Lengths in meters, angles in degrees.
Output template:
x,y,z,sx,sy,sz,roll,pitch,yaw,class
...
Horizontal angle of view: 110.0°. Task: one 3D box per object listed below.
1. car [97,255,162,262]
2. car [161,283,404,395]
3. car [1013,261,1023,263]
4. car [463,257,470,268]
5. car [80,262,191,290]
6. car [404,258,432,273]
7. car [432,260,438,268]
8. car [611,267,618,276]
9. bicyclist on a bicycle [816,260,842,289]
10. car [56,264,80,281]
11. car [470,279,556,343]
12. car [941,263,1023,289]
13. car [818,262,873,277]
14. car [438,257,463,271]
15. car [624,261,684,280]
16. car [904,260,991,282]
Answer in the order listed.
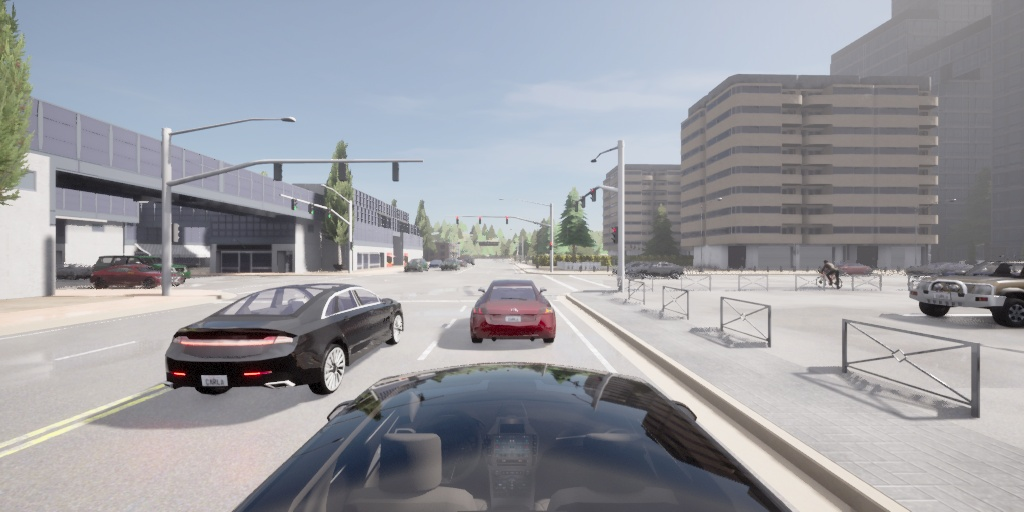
x,y,z,sx,sy,sz,roll,pitch,yaw,class
-26.437,0.971,25.635,5.566,2.045,2.150,0,0,-1,car
-3.472,1.242,6.610,2.128,1.511,4.902,0,0,0,car
43.309,1.314,28.389,4.181,1.385,1.994,0,0,-1,car
-8.621,1.314,59.765,1.994,1.385,4.181,0,0,-1,car
-23.201,1.276,22.230,4.674,1.442,1.812,0,0,-1,car
-11.756,1.102,44.178,2.097,1.767,4.553,0,0,0,car
-12.075,1.297,57.760,2.033,1.411,5.357,0,0,-1,car
12.111,1.254,34.626,4.892,1.490,1.837,0,0,-2,car
17.933,1.052,20.308,0.582,1.620,1.656,0,0,-2,bicyclist on a bicycle
-36.108,1.314,29.115,4.181,1.385,1.994,0,0,-1,car
0.014,1.314,9.667,1.994,1.385,4.181,0,0,0,car
32.957,1.351,24.541,4.718,1.301,1.895,0,0,-2,car
32.695,1.314,35.225,4.181,1.385,1.994,0,0,-2,car
-8.339,1.102,49.067,2.097,1.767,4.553,0,0,-1,car
12.304,1.241,31.131,4.902,1.511,2.128,0,0,-2,car
38.365,1.298,31.872,5.357,1.411,2.033,0,0,-1,car
